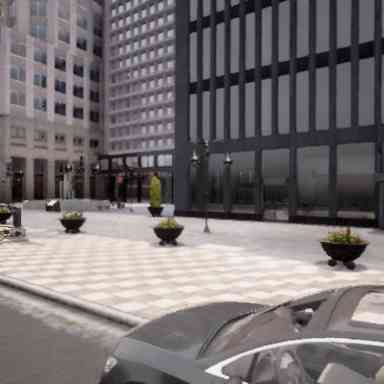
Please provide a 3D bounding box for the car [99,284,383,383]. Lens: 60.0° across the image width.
[{"bbox_3d":[1.390,1.481,2.370,4.892,1.521,2.231,0,0,36],"label":"car"}]
